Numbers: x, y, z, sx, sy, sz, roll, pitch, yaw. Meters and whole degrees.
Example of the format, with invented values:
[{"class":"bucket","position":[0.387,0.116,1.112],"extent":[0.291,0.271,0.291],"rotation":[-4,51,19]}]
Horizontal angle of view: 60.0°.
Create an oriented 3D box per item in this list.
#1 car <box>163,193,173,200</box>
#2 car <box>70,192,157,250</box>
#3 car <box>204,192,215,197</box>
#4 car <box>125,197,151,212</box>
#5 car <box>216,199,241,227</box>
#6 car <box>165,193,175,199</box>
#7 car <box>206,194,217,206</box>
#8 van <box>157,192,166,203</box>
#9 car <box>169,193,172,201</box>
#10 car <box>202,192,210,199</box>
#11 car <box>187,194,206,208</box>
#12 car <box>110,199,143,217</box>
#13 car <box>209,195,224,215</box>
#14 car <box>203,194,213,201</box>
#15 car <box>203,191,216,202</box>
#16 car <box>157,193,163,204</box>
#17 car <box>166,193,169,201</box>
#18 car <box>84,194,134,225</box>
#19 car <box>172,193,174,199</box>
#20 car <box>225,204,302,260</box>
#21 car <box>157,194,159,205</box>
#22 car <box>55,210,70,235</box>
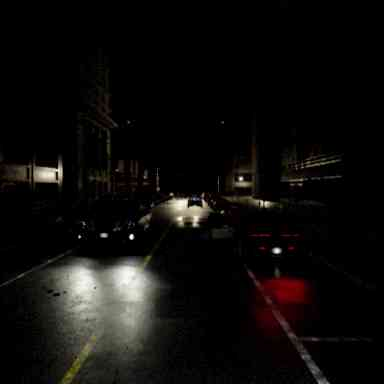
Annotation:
[{"class":"car","position":[-5.249,1.004,73.990],"extent":[1.947,1.339,4.313],"rotation":[0,0,0]},{"class":"car","position":[-3.002,1.107,14.179],"extent":[2.150,2.045,5.566],"rotation":[0,0,0]},{"class":"car","position":[3.078,1.078,45.752],"extent":[1.967,1.590,4.097],"rotation":[0,0,0]},{"class":"car","position":[-5.525,1.291,34.535],"extent":[1.947,1.339,4.313],"rotation":[0,0,0]},{"class":"car","position":[2.921,1.395,23.209],"extent":[1.802,1.307,4.206],"rotation":[0,0,0]},{"class":"car","position":[-5.210,0.950,79.626],"extent":[2.008,1.369,4.403],"rotation":[0,0,0]},{"class":"car","position":[3.039,1.263,40.118],"extent":[1.802,1.307,4.206],"rotation":[0,0,0]},{"class":"van","position":[-5.408,0.938,51.443],"extent":[1.690,1.788,3.998],"rotation":[0,0,0]},{"class":"car","position":[-5.328,1.098,62.717],"extent":[1.802,1.307,4.206],"rotation":[0,0,0]},{"class":"car","position":[3.315,0.839,79.567],"extent":[1.967,1.590,4.097],"rotation":[0,0,0]},{"class":"car","position":[0.362,1.276,40.983],"extent":[1.895,1.301,4.718],"rotation":[0,0,1]},{"class":"car","position":[-5.564,1.336,28.899],"extent":[1.947,1.339,4.313],"rotation":[0,0,0]},{"class":"car","position":[3.000,1.306,34.481],"extent":[1.802,1.307,4.206],"rotation":[0,0,0]},{"class":"car","position":[3.236,1.042,68.296],"extent":[1.947,1.339,4.313],"rotation":[0,0,0]},{"class":"car","position":[3.196,0.830,62.658],"extent":[2.192,1.841,5.009],"rotation":[0,0,0]},{"class":"car","position":[-5.446,1.221,45.809],"extent":[1.802,1.307,4.206],"rotation":[0,0,0]},{"class":"car","position":[-5.369,1.083,56.910],"extent":[1.752,1.417,4.829],"rotation":[0,0,0]},{"class":"car","position":[-5.605,1.129,23.261],"extent":[2.192,1.841,5.009],"rotation":[0,0,0]},{"class":"car","position":[-5.289,1.043,68.353],"extent":[1.947,1.339,4.313],"rotation":[0,0,0]},{"class":"car","position":[2.437,1.407,11.910],"extent":[1.837,1.490,4.892],"rotation":[0,0,0]},{"class":"car","position":[-5.486,1.233,40.171],"extent":[2.008,1.369,4.403],"rotation":[0,0,0]},{"class":"car","position":[-5.644,1.299,17.625],"extent":[1.967,1.590,4.097],"rotation":[0,0,0]}]
